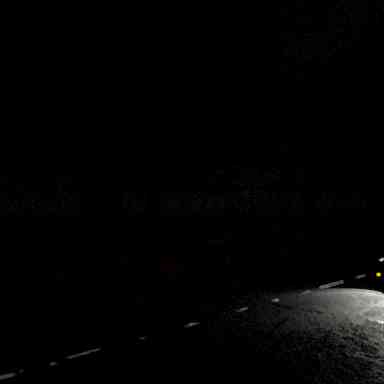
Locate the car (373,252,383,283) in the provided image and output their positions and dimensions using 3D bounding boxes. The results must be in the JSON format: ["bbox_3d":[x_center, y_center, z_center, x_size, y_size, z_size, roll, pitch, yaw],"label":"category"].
[{"bbox_3d":[6.559,1.677,8.659,4.181,1.385,1.994,0,-1,-35],"label":"car"}]
